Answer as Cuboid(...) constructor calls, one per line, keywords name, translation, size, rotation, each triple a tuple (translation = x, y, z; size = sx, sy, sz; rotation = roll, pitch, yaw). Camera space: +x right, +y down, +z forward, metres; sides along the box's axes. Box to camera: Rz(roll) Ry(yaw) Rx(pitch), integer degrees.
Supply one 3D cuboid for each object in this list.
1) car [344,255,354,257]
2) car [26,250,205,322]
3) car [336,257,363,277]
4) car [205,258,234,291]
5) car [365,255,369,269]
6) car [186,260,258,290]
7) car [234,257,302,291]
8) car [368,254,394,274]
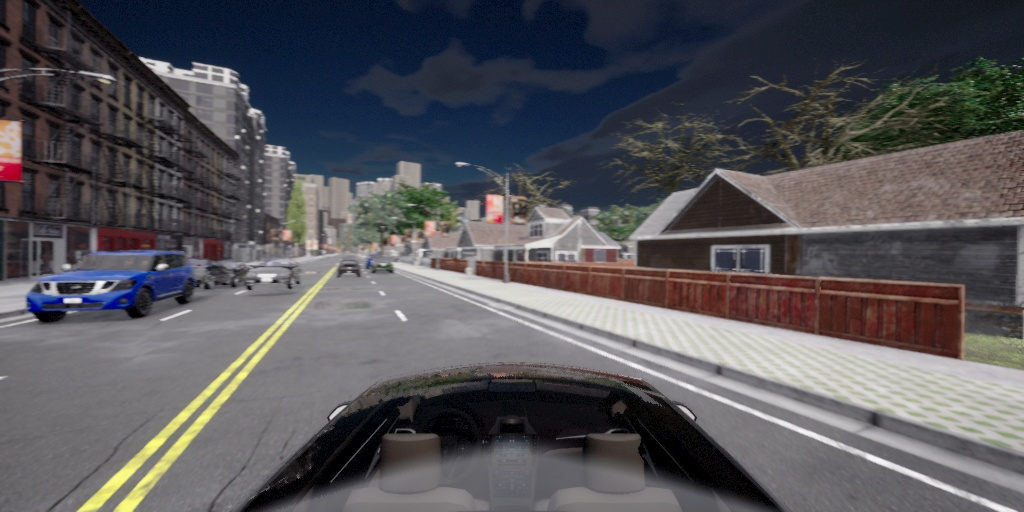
Cuboid(name="car", translation=(-20.907, 0.809, 46.102), size=(2.097, 1.767, 4.553), rotation=(1, 0, -24))
Cuboid(name="car", translation=(-12.783, 0.818, 12.024), size=(2.150, 2.045, 5.566), rotation=(1, 0, -24))
Cuboid(name="car", translation=(-14.393, 1.059, 31.772), size=(1.837, 1.490, 4.892), rotation=(1, 0, -24))
Cuboid(name="car", translation=(-14.804, 0.775, 16.719), size=(1.994, 1.385, 4.181), rotation=(1, 0, -24))
Cuboid(name="car", translation=(-18.325, 0.708, 48.077), size=(2.150, 2.045, 5.566), rotation=(1, 0, -24))
Cuboid(name="car", translation=(-17.006, 1.030, 21.353), size=(2.128, 1.511, 4.902), rotation=(1, 0, -24))
Cuboid(name="car", translation=(-11.845, 0.780, 18.063), size=(2.128, 1.511, 4.902), rotation=(1, 0, -24))
Cuboid(name="car", translation=(-13.922, 0.903, 38.471), size=(2.097, 1.767, 4.553), rotation=(1, 0, -24))
